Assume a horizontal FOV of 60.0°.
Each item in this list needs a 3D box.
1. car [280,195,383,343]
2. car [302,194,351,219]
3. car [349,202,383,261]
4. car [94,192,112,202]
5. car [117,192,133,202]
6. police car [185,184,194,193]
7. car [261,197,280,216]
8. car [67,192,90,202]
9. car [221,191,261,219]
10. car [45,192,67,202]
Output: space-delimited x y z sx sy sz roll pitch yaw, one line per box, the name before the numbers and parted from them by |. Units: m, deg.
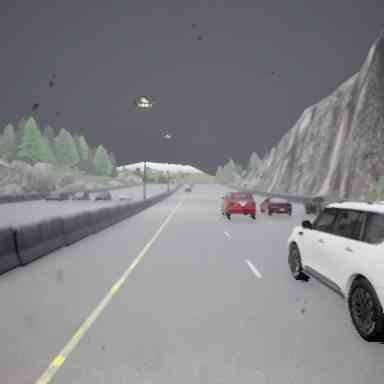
car | 3.601 1.178 6.493 2.150 2.045 5.566 0 0 0
car | 10.604 1.081 26.702 2.097 1.767 4.553 0 1 0
car | 7.101 1.277 10.527 2.097 1.767 4.553 0 1 0
car | -14.045 0.718 52.714 1.837 1.490 4.892 0 2 0
car | -10.546 0.740 52.723 1.812 1.442 4.674 0 1 0
police car | -1.033 -0.677 93.829 1.930 1.638 5.238 0 2 0
car | 7.104 1.177 28.573 1.882 1.535 5.008 0 1 0
car | -17.543 0.745 52.525 1.812 1.442 4.674 0 2 0
car | 3.604 0.958 26.209 2.150 2.045 5.566 0 1 0
car | -21.038 0.776 52.156 2.033 1.411 5.357 0 1 1
